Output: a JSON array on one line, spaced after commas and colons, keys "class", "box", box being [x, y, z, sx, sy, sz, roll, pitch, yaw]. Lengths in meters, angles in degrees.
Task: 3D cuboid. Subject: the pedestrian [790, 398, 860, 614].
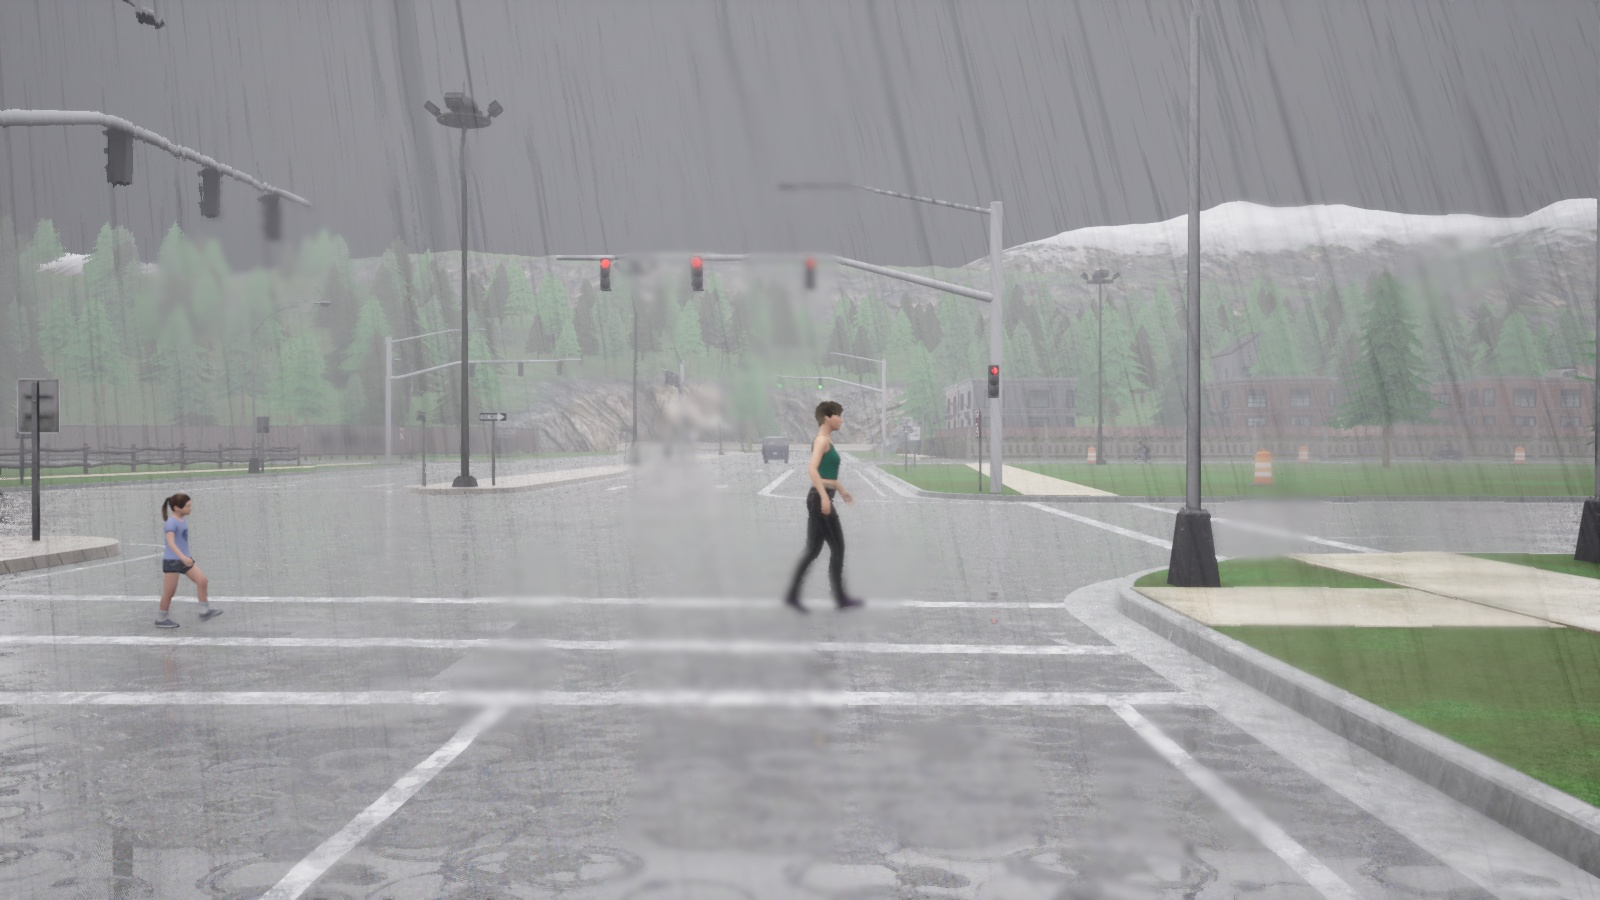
[{"class": "pedestrian", "box": [0.215, 0.474, 10.863, 0.594, 1.836, 0.345, 0, 0, 1]}]

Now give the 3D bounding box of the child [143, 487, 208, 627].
[{"class": "child", "box": [-5.029, 0.854, 10.117, 0.394, 1.110, 0.255, 0, 0, -3]}]

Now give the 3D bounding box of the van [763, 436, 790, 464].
[{"class": "van", "box": [-1.718, -0.020, 91.790, 1.775, 1.987, 4.442, 0, 0, 1]}]

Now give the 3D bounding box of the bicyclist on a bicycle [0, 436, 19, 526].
[{"class": "bicyclist on a bicycle", "box": [-14.666, 0.562, 22.261, 0.582, 1.620, 1.656, 0, 1, 1]}]
